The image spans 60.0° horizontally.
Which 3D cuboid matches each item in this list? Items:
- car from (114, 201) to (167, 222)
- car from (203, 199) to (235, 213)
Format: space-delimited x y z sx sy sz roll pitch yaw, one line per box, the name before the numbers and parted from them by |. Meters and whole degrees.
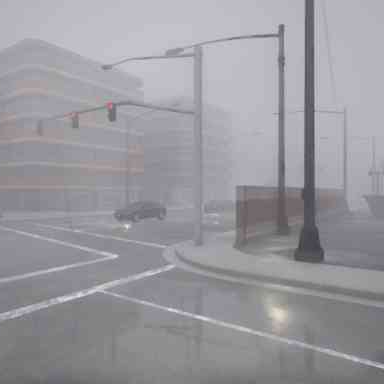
car | -3.996 1.501 26.359 1.837 1.490 4.892 0 0 35
car | 3.014 1.502 36.535 1.837 1.490 4.892 0 0 35
